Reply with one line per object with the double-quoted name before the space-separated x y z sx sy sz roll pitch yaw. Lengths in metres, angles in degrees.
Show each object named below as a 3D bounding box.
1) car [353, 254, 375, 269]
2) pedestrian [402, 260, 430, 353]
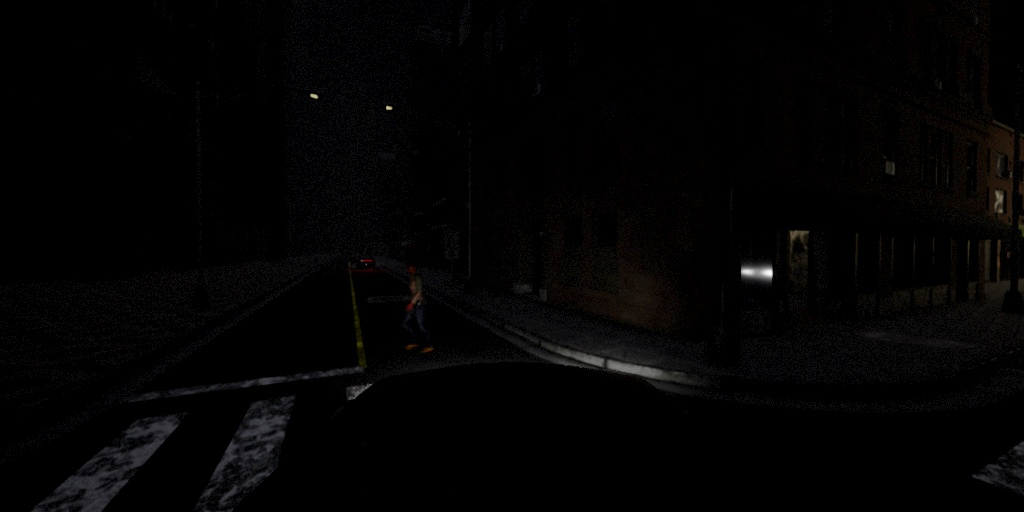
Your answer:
"car" -16.146 0.633 39.518 2.128 1.511 4.902 0 1 -24
"pedestrian" -1.868 0.962 6.988 0.375 1.860 0.375 0 1 -25
